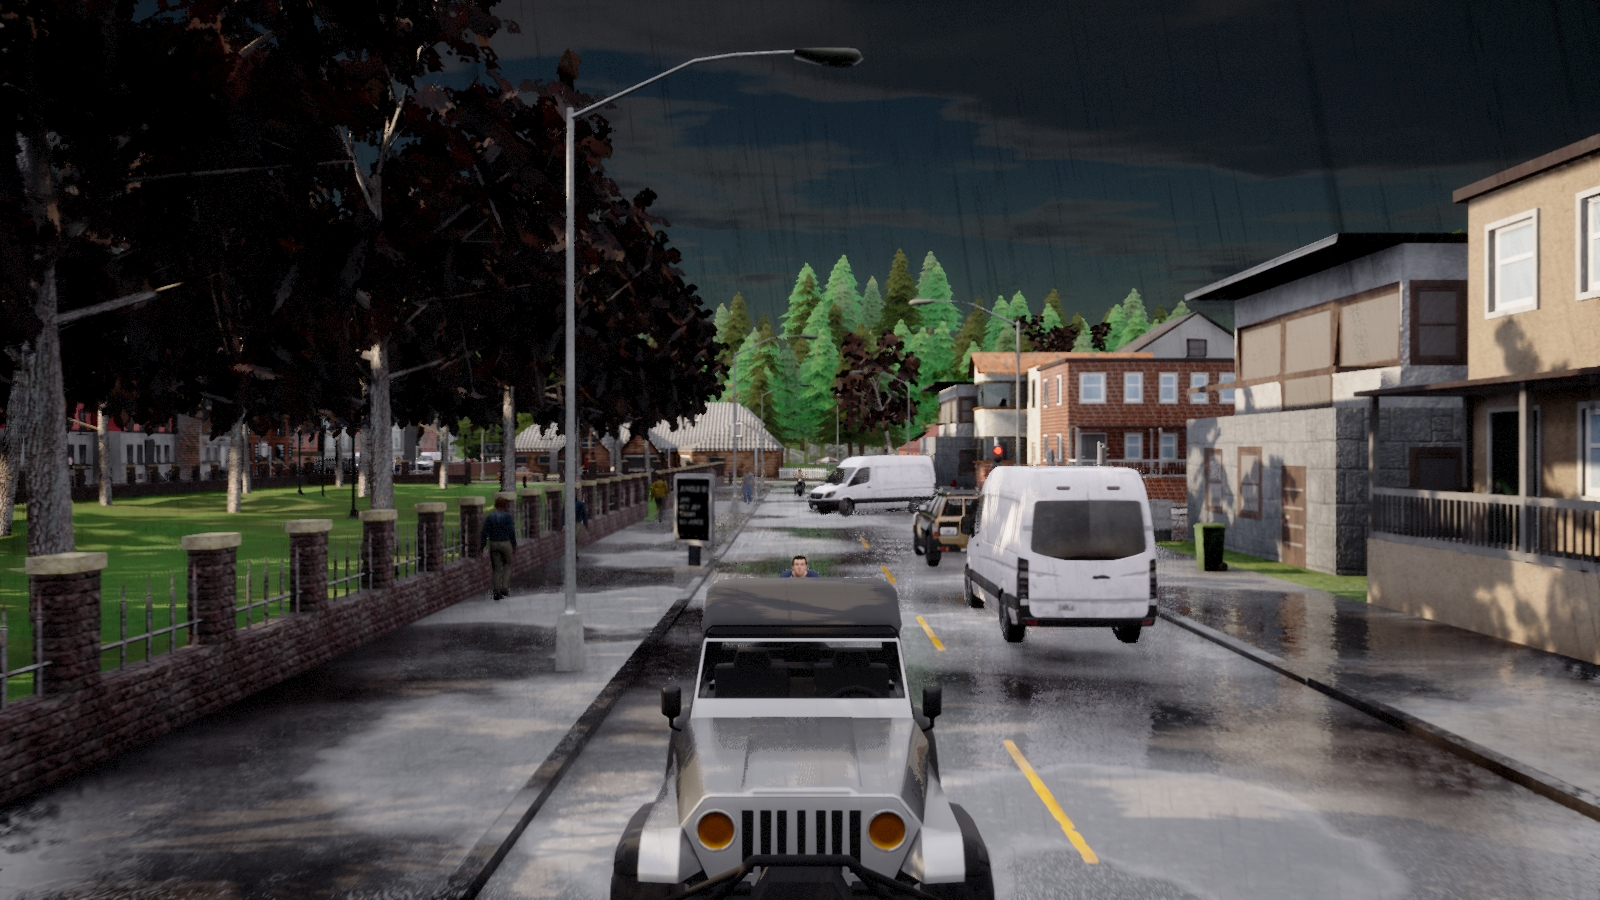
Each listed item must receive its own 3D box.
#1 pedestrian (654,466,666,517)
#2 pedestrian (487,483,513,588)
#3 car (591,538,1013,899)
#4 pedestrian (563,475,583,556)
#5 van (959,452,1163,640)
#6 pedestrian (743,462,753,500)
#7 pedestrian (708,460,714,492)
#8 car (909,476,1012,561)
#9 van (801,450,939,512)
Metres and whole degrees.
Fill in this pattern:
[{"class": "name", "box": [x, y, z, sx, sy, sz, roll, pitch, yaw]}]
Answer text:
[{"class": "pedestrian", "box": [-5.169, 1.525, 42.209, 0.375, 1.860, 0.375, 0, 0, 2]}, {"class": "pedestrian", "box": [-5.369, 1.525, 20.466, 0.375, 1.860, 0.375, 0, 0, 0]}, {"class": "car", "box": [0.014, 1.637, 7.085, 1.905, 1.878, 3.866, 0, 0, 0]}, {"class": "pedestrian", "box": [-5.317, 1.525, 26.777, 0.375, 1.860, 0.375, 0, 0, 3]}, {"class": "van", "box": [3.971, 1.314, 18.561, 1.988, 2.561, 5.915, 0, 0, 0]}, {"class": "pedestrian", "box": [-2.568, 1.525, 56.232, 0.375, 1.860, 0.375, 0, 0, 27]}, {"class": "pedestrian", "box": [-5.236, 1.525, 67.128, 0.375, 1.860, 0.375, 0, 0, -4]}, {"class": "car", "box": [3.943, 1.644, 28.763, 1.932, 1.855, 4.605, 0, 0, 0]}, {"class": "van", "box": [3.118, 1.314, 49.978, 5.915, 2.561, 1.988, 0, -1, -32]}]
